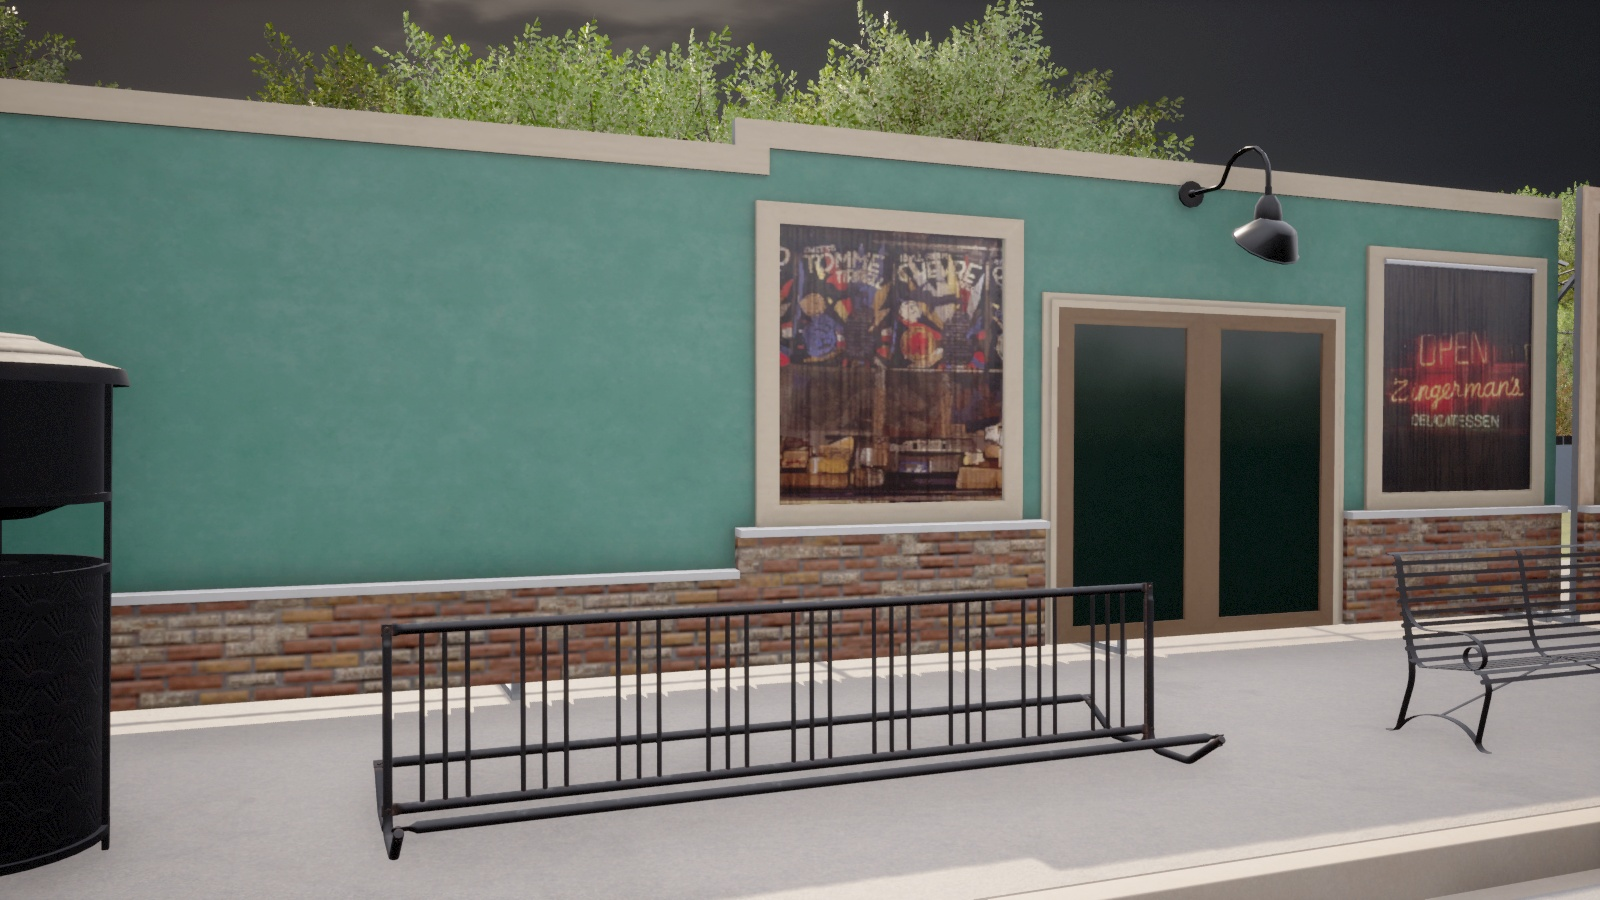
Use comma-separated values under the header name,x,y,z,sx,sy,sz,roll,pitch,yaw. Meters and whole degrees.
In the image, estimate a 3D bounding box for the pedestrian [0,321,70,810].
name,x,y,z,sx,sy,sz,roll,pitch,yaw
pedestrian,-3.606,0.463,5.210,0.873,1.952,0.659,-1,1,-20
